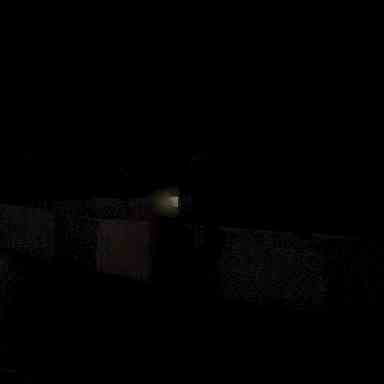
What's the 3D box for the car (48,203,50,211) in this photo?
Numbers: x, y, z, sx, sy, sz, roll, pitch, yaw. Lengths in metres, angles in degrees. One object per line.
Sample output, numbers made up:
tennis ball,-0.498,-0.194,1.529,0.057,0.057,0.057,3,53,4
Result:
car,-11.077,1.414,22.551,2.128,1.511,4.902,-3,-1,36
